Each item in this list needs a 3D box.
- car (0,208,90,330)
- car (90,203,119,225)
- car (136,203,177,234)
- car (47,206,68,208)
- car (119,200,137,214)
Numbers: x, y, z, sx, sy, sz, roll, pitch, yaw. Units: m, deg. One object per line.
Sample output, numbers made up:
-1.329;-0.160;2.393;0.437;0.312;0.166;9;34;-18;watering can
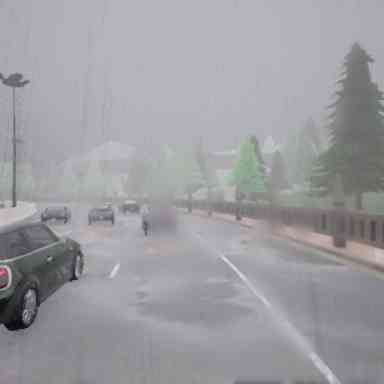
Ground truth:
-3.864;1.403;7.103;2.097;1.767;4.553;0;0;-4;car
-6.909;1.621;25.544;2.128;1.511;4.902;0;0;-14;car
-2.030;1.566;19.691;2.128;1.511;4.902;0;0;-10;car
-10.845;1.764;26.874;1.895;1.301;4.718;0;0;-16;car
-7.299;1.648;38.220;1.882;1.535;5.008;0;0;-21;car
